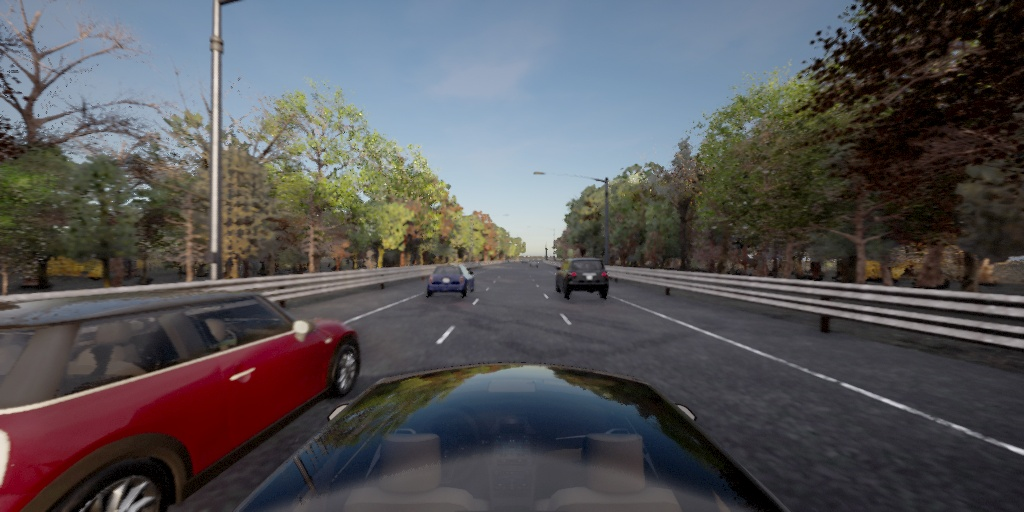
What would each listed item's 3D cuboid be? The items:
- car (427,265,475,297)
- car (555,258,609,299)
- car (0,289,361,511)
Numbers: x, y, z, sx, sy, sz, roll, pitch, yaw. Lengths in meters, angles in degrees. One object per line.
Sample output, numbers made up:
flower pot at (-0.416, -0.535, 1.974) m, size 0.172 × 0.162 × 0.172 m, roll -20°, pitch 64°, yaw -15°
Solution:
car at (-3.312, 1.268, 20.245) m, size 2.097 × 1.767 × 4.553 m, roll 0°, pitch -1°, yaw 0°
car at (3.681, 1.136, 19.598) m, size 2.150 × 2.045 × 5.566 m, roll 0°, pitch -1°, yaw 0°
car at (-3.394, 1.118, 3.750) m, size 2.097 × 1.767 × 4.553 m, roll 0°, pitch -1°, yaw 0°
